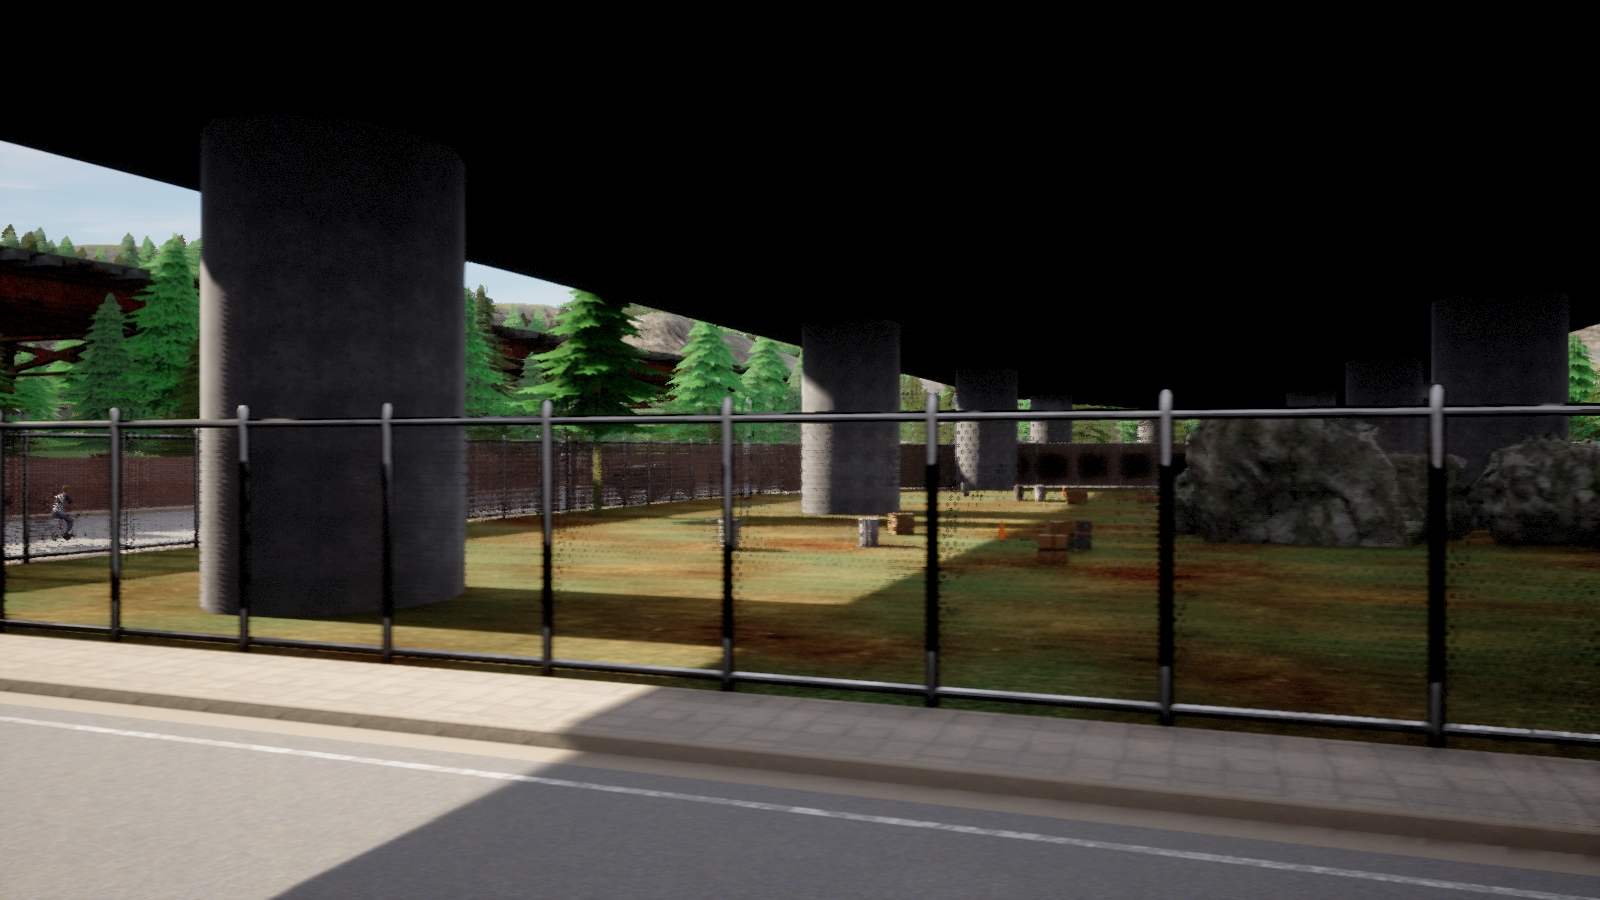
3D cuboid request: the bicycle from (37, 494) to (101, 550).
[{"bbox_3d":[-21.006,2.056,32.853,0.373,1.496,1.643,0,0,20],"label":"bicycle"}]
